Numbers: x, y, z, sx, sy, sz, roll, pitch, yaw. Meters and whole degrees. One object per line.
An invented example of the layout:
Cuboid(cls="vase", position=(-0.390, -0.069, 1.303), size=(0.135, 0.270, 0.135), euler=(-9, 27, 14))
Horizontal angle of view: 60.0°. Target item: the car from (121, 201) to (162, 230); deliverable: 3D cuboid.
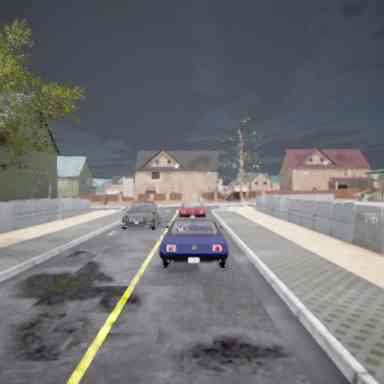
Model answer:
Cuboid(cls="car", position=(-2.849, 1.309, 19.449), size=(1.837, 1.490, 4.892), euler=(0, 0, 0))

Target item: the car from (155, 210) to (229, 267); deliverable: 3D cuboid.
Cuboid(cls="car", position=(0.067, 1.486, 10.968), size=(1.895, 1.301, 4.718), euler=(0, 1, 0))

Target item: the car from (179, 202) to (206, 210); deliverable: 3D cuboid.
Cuboid(cls="car", position=(0.048, 1.359, 24.617), size=(1.895, 1.301, 4.718), euler=(0, 0, 0))
